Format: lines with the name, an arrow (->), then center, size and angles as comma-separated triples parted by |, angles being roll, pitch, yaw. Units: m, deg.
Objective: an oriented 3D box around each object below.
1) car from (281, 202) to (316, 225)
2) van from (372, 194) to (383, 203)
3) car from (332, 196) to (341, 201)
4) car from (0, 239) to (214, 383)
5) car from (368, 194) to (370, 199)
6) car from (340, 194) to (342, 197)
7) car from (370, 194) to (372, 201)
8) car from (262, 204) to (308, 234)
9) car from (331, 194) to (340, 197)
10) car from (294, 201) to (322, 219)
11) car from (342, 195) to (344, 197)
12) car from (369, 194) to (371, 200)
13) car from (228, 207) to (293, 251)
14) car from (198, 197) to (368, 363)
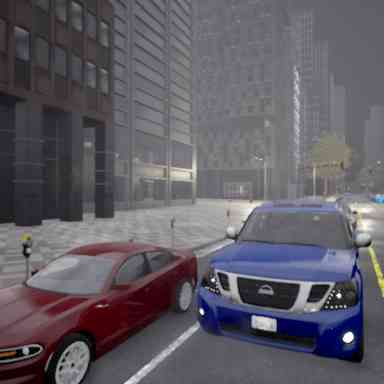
car -> 8.180, 1.546, 25.262 | 1.887, 1.381, 4.507 | 0, 0, 26
van -> 37.192, 1.368, 65.683 | 1.690, 1.788, 3.998 | 0, 0, 26
car -> 36.370, 1.596, 83.583 | 2.008, 1.369, 4.403 | 0, 0, 26
car -> -1.429, 1.545, 5.358 | 1.887, 1.381, 4.507 | 0, 0, 26
car -> 44.255, 1.627, 80.307 | 1.802, 1.307, 4.206 | 0, 0, 26
car -> 31.769, 1.578, 74.058 | 1.887, 1.381, 4.507 | 0, 0, 26
car -> 39.546, 1.598, 70.558 | 1.947, 1.339, 4.313 | 0, 0, 26
car -> 5.778, 1.546, 20.286 | 1.887, 1.381, 4.507 | 0, 0, 26
car -> 27.087, 1.548, 64.381 | 1.752, 1.417, 4.829 | 0, 0, 26
car -> 10.582, 1.547, 30.237 | 1.887, 1.381, 4.507 | 0, 0, 26
car -> 34.070, 1.354, 78.820 | 2.192, 1.841, 5.009 | 0, 0, 26
car -> 41.900, 1.583, 75.432 | 1.887, 1.381, 4.507 | 0, 0, 26
car -> 3.302, 1.526, 15.157 | 1.752, 1.417, 4.829 | 0, 0, 26
car -> 2.076, 1.222, 6.466 | 2.150, 2.045, 5.566 | 0, 0, 26
